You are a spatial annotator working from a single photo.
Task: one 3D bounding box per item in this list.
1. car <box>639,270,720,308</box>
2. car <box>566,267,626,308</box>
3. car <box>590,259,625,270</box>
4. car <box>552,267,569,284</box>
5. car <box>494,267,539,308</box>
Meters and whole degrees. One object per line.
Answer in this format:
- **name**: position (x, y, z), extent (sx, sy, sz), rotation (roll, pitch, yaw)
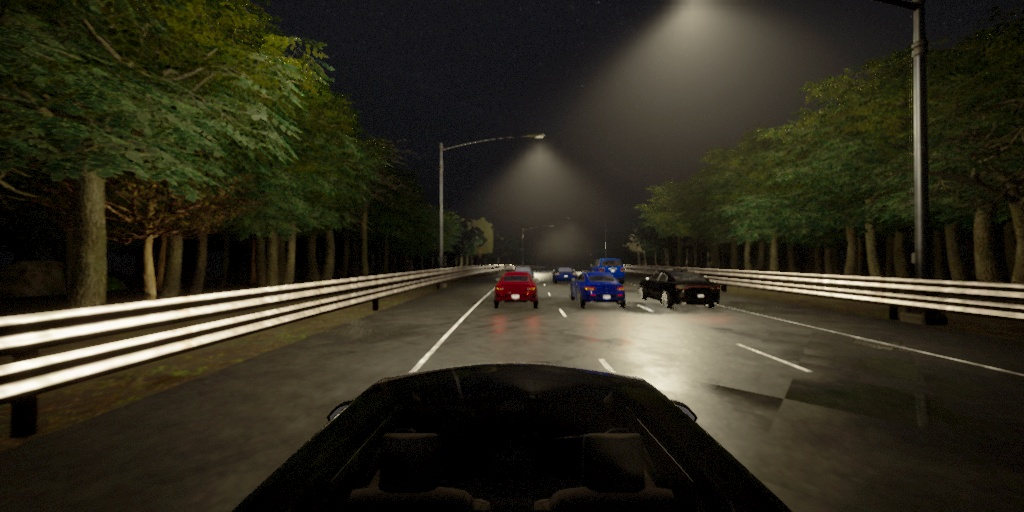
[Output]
- **car**: position (7.220, 1.368, 16.006), extent (1.882, 1.535, 5.008), rotation (0, 0, 2)
- **car**: position (3.718, 1.417, 16.026), extent (1.812, 1.442, 4.674), rotation (0, 0, 2)
- **car**: position (7.935, 1.254, 30.215), extent (2.150, 2.045, 5.566), rotation (0, 0, 4)
- **car**: position (4.473, 1.610, 30.762), extent (1.994, 1.385, 4.181), rotation (0, -1, 4)
- **car**: position (0.220, 1.419, 16.144), extent (1.812, 1.442, 4.674), rotation (0, 0, 2)
